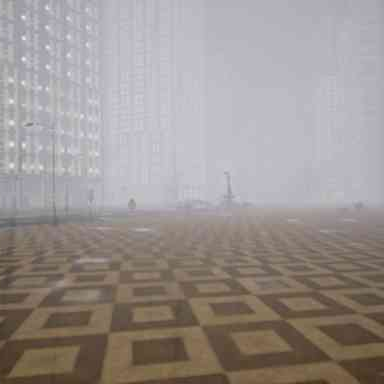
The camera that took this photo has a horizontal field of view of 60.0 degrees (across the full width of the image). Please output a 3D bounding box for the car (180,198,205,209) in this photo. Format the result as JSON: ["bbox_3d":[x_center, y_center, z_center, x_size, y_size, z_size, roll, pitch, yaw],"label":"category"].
[{"bbox_3d":[0.130,2.031,57.579,2.097,1.767,4.553,-1,-1,33],"label":"car"}]

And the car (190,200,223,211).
[{"bbox_3d":[2.146,2.142,48.638,1.895,1.301,4.718,-1,-1,33],"label":"car"}]

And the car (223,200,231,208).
[{"bbox_3d":[6.552,2.153,61.710,1.882,1.535,5.008,-1,-1,31],"label":"car"}]

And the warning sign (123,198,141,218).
[{"bbox_3d":[-5.744,1.495,31.914,1.300,1.860,1.060,-1,0,34],"label":"warning sign"}]

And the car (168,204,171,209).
[{"bbox_3d":[-2.136,2.282,60.040,2.033,1.411,5.357,-1,-1,32],"label":"car"}]

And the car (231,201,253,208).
[{"bbox_3d":[9.348,2.227,60.050,1.895,1.301,4.718,-1,-1,31],"label":"car"}]

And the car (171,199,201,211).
[{"bbox_3d":[-0.562,2.191,50.433,1.895,1.301,4.718,-1,-1,33],"label":"car"}]
